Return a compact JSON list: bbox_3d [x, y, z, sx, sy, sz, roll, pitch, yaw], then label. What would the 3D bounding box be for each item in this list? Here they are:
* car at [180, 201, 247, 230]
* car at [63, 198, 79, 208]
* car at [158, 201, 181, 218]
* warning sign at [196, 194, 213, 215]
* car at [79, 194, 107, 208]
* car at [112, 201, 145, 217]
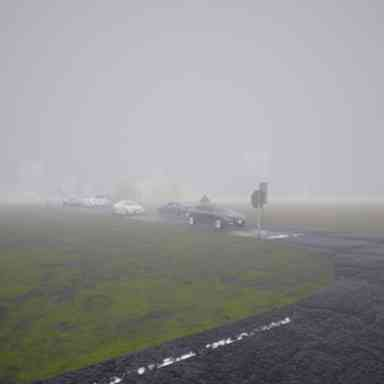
[{"bbox_3d":[1.484,1.537,21.881,1.837,1.490,4.892,0,1,-35],"label":"car"},{"bbox_3d":[-17.990,1.619,49.942,1.882,1.535,5.008,0,0,-35],"label":"car"},{"bbox_3d":[-1.462,1.583,31.260,1.812,1.442,4.674,0,0,-35],"label":"car"},{"bbox_3d":[1.196,1.166,31.557,1.300,1.860,1.060,0,0,-35],"label":"warning sign"},{"bbox_3d":[-14.722,1.351,50.184,2.150,2.045,5.566,0,0,-35],"label":"car"},{"bbox_3d":[-6.383,1.600,33.152,1.812,1.442,4.674,0,0,-35],"label":"car"}]
